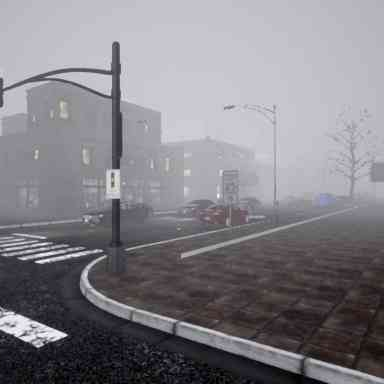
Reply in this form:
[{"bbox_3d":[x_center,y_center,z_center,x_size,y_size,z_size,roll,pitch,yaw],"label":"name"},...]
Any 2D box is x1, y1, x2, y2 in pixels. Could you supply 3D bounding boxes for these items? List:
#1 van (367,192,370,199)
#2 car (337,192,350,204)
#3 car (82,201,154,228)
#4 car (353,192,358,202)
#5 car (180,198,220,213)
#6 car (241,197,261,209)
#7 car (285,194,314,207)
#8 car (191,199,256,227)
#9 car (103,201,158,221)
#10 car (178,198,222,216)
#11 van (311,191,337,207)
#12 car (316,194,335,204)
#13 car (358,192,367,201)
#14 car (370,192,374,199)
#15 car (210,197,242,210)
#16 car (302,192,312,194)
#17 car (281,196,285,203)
[{"bbox_3d":[36.020,0.805,70.490,1.690,1.788,3.998,0,1,35],"label":"van"},{"bbox_3d":[23.467,1.173,52.297,1.947,1.339,4.313,0,1,35],"label":"car"},{"bbox_3d":[-4.801,1.384,21.531,2.128,1.511,4.902,0,0,35],"label":"car"},{"bbox_3d":[26.605,1.116,56.846,1.887,1.381,4.507,0,1,35],"label":"car"},{"bbox_3d":[0.878,1.355,34.314,2.008,1.369,4.403,0,1,35],"label":"car"},{"bbox_3d":[6.264,1.287,37.556,1.812,1.442,4.674,0,0,35],"label":"car"},{"bbox_3d":[14.178,1.295,43.407,1.895,1.301,4.718,0,0,35],"label":"car"},{"bbox_3d":[2.175,1.403,21.436,1.887,1.381,4.507,0,1,35],"label":"car"},{"bbox_3d":[-4.723,1.452,26.195,1.802,1.307,4.206,0,1,35],"label":"car"},{"bbox_3d":[0.701,1.353,29.499,1.812,1.442,4.674,0,0,35],"label":"car"},{"bbox_3d":[17.191,1.021,43.198,1.690,1.788,3.998,0,1,35],"label":"van"},{"bbox_3d":[22.147,1.079,54.971,1.882,1.535,5.008,0,0,34],"label":"car"},{"bbox_3d":[32.882,0.939,65.942,1.967,1.590,4.097,0,1,35],"label":"car"},{"bbox_3d":[39.158,0.973,75.040,1.887,1.381,4.507,0,1,35],"label":"car"},{"bbox_3d":[4.016,1.333,38.862,1.947,1.339,4.313,0,1,35],"label":"car"},{"bbox_3d":[22.845,0.862,66.152,2.192,1.841,5.009,0,1,35],"label":"car"},{"bbox_3d":[16.569,1.201,57.056,1.802,1.307,4.206,0,1,35],"label":"car"}]
